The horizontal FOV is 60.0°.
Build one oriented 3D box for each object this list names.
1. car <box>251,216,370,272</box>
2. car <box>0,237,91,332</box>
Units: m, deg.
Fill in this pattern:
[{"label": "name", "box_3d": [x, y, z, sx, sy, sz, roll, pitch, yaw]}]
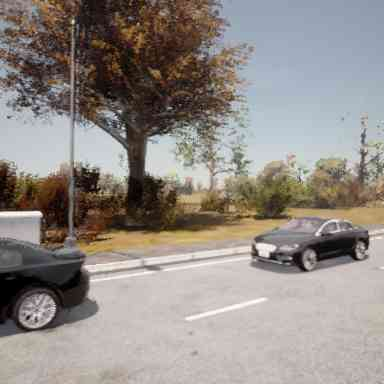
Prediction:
[{"label": "car", "box_3d": [4.117, 1.588, 11.269, 4.902, 1.511, 2.128, 1, 0, -36]}, {"label": "car", "box_3d": [-4.202, 1.473, 5.296, 5.008, 1.535, 1.882, 1, -1, -36]}]
